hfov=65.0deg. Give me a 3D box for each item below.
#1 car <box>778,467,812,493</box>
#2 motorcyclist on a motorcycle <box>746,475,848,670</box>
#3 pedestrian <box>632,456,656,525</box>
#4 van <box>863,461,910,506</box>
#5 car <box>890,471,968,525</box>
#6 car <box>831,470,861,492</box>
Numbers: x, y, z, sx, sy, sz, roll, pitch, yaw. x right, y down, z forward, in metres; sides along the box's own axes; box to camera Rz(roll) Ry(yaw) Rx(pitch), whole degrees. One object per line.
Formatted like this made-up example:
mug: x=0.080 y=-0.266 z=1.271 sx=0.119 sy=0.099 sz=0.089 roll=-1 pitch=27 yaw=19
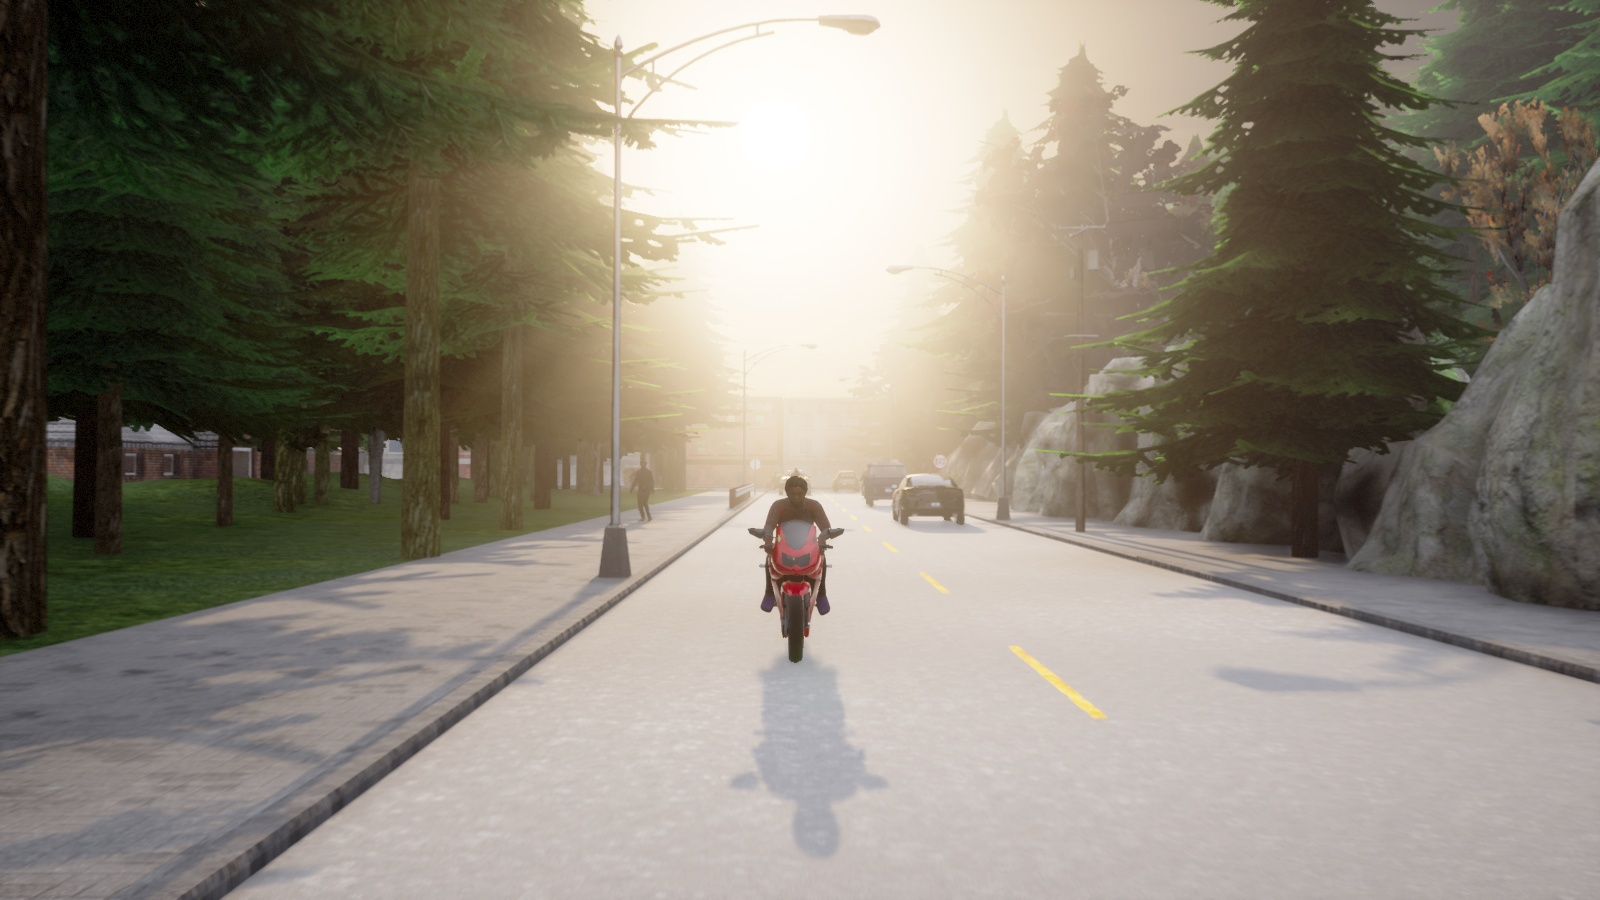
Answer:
car: x=-0.323 y=1.989 z=83.273 sx=2.152 sy=1.651 sz=5.027 roll=0 pitch=-1 yaw=0
motorcyclist on a motorcycle: x=-0.026 y=0.979 z=10.860 sx=0.797 sy=1.523 sz=2.044 roll=0 pitch=-1 yaw=0
pedestrian: x=-4.421 y=1.139 z=35.692 sx=0.423 sy=1.949 sz=0.788 roll=0 pitch=-1 yaw=13
van: x=3.851 y=1.499 z=56.731 sx=1.775 sy=1.987 sz=4.442 roll=0 pitch=-1 yaw=0
car: x=3.908 y=1.425 z=38.756 sx=1.882 sy=1.535 sz=5.008 roll=0 pitch=-1 yaw=0
car: x=3.556 y=2.353 z=96.947 sx=2.033 sy=1.649 sz=4.856 roll=0 pitch=-1 yaw=-1
